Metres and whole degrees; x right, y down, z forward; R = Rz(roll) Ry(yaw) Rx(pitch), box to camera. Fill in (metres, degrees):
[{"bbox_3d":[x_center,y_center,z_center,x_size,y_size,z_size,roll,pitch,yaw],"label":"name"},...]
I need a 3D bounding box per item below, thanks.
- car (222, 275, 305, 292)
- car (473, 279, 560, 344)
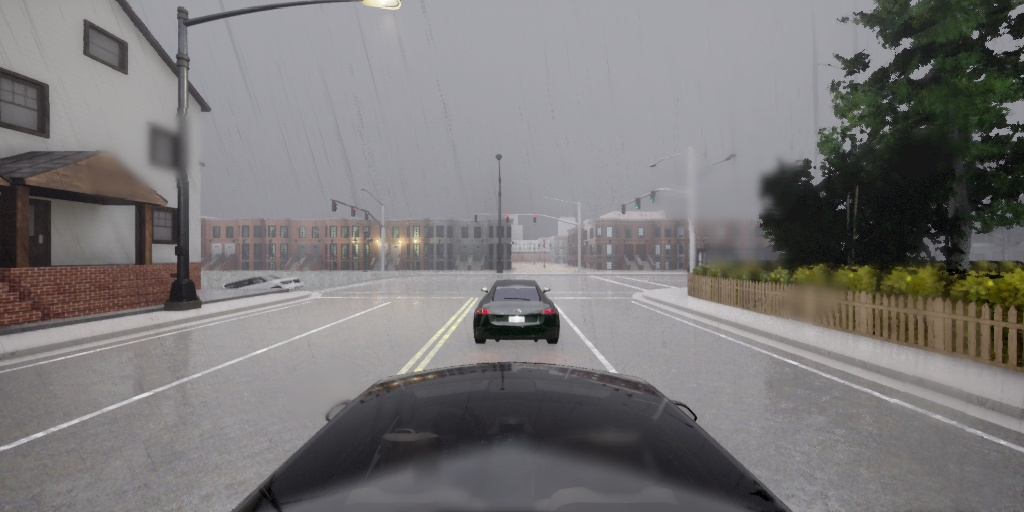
[{"bbox_3d":[-18.755,2.461,26.883,5.566,2.045,2.150,-13,1,0],"label":"car"},{"bbox_3d":[0.102,1.314,9.612,1.994,1.385,4.181,0,0,0],"label":"car"}]
